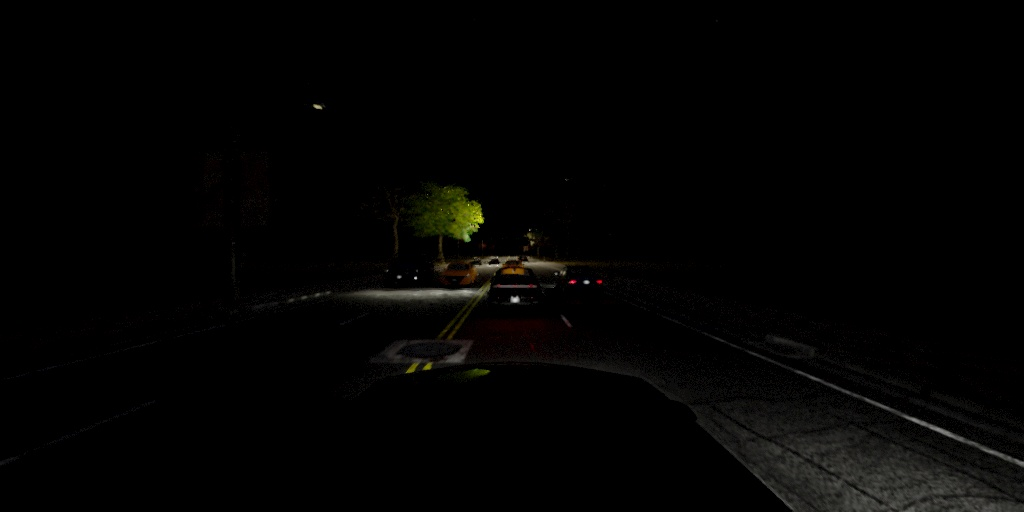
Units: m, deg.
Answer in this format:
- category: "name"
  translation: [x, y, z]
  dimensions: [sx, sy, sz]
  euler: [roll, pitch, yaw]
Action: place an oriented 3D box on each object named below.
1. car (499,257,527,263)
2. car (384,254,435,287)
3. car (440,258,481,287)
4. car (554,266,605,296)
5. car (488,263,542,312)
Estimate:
- category: "car"
  translation: [0.107, 1.080, 31.874]
  dimensions: [1.882, 1.535, 5.008]
  euler: [0, 0, 0]
- category: "car"
  translation: [-6.593, 0.858, 23.736]
  dimensions: [2.150, 2.045, 5.566]
  euler: [0, 0, 0]
- category: "car"
  translation: [-3.343, 1.117, 23.281]
  dimensions: [1.882, 1.535, 5.008]
  euler: [0, 0, 0]
- category: "car"
  translation: [3.349, 1.212, 18.639]
  dimensions: [2.033, 1.411, 5.357]
  euler: [0, 0, 0]
- category: "car"
  translation: [0.102, 1.179, 13.846]
  dimensions: [2.128, 1.511, 4.902]
  euler: [0, 0, 0]
